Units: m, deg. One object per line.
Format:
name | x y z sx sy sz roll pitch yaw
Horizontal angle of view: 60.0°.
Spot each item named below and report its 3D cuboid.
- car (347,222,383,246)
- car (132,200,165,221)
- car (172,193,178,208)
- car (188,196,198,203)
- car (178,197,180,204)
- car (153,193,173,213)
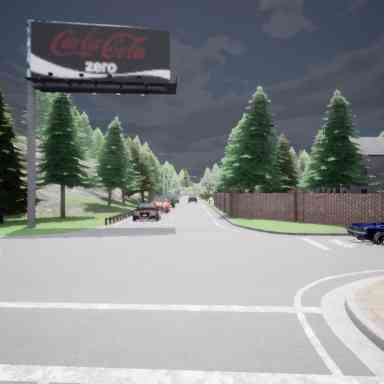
car | 10.004 1.777 15.748 4.718 1.301 1.895 0 0 1
car | -3.553 1.564 26.821 1.994 1.385 4.181 0 0 -1
car | -3.555 1.223 47.692 2.150 2.045 5.566 0 0 0
car | 0.150 1.505 68.785 1.837 1.490 4.892 0 0 0
car | -3.457 1.405 63.490 2.097 1.767 4.553 0 0 0
car | -3.574 1.352 36.912 2.097 1.767 4.553 0 0 0
